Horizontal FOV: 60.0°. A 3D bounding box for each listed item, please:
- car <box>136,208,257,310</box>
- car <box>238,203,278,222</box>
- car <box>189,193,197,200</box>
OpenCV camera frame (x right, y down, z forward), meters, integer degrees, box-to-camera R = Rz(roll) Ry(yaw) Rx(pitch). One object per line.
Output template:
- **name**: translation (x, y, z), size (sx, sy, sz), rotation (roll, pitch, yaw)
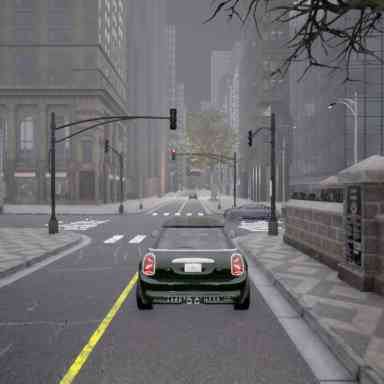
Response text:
- **car**: translation (0.035, 1.352, 7.982), size (2.097, 1.767, 4.553), rotation (0, 0, 0)
- **car**: translation (4.586, 1.587, 26.043), size (4.181, 1.385, 1.994), rotation (1, 0, 1)
- **car**: translation (0.243, 0.937, 81.241), size (2.097, 1.767, 4.553), rotation (0, 1, 0)
